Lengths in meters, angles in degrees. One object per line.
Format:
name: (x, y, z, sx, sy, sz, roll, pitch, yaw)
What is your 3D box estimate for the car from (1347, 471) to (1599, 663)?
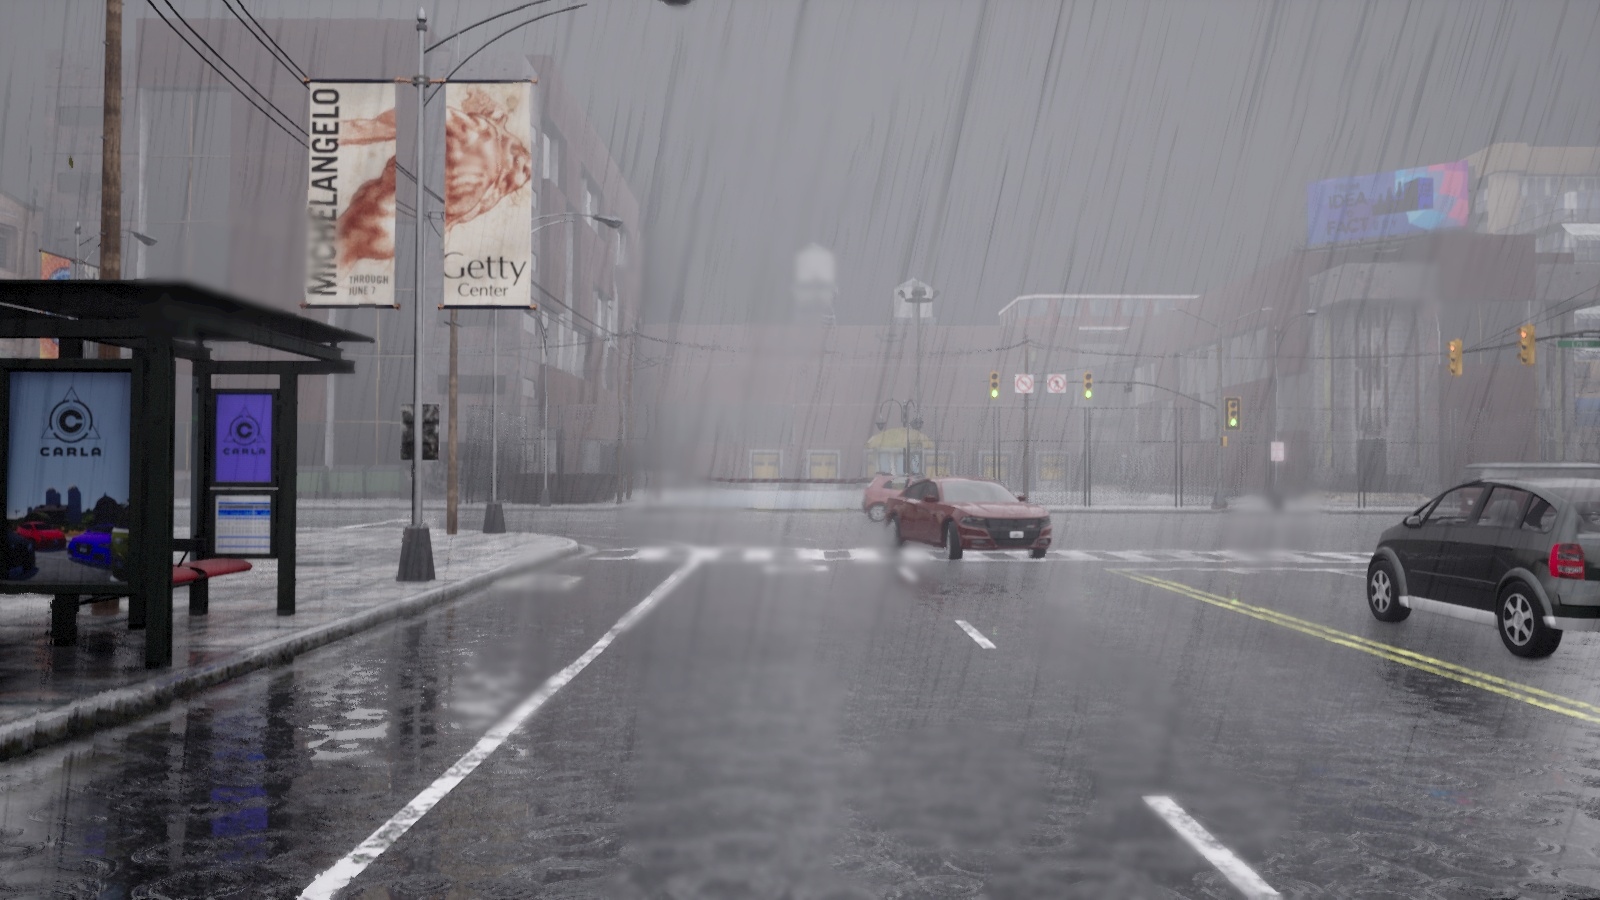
car: (6.980, 0.985, 12.066, 1.789, 1.549, 3.705, 0, -1, 0)

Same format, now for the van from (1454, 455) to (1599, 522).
van: (22.850, 1.174, 38.699, 4.442, 1.987, 1.775, 0, -1, 2)

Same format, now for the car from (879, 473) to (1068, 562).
car: (3.201, 1.220, 24.386, 1.882, 1.535, 5.008, 0, -1, -14)

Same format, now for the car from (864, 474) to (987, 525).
car: (3.839, 1.516, 38.917, 3.633, 1.501, 1.845, 0, -1, 0)
